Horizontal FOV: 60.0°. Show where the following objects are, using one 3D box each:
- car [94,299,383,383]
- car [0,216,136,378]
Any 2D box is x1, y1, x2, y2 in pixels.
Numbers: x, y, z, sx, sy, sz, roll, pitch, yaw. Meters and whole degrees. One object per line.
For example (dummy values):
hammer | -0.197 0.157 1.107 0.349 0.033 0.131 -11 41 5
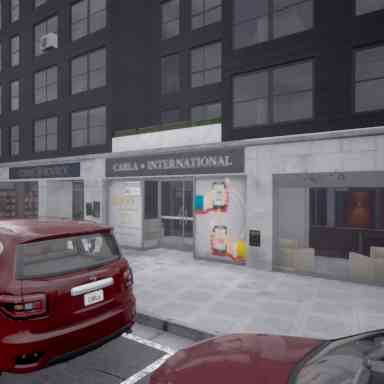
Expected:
car | 1.522 1.582 1.993 4.206 1.307 1.802 0 0 35
car | -3.090 1.314 5.274 5.009 1.841 2.192 0 0 35
